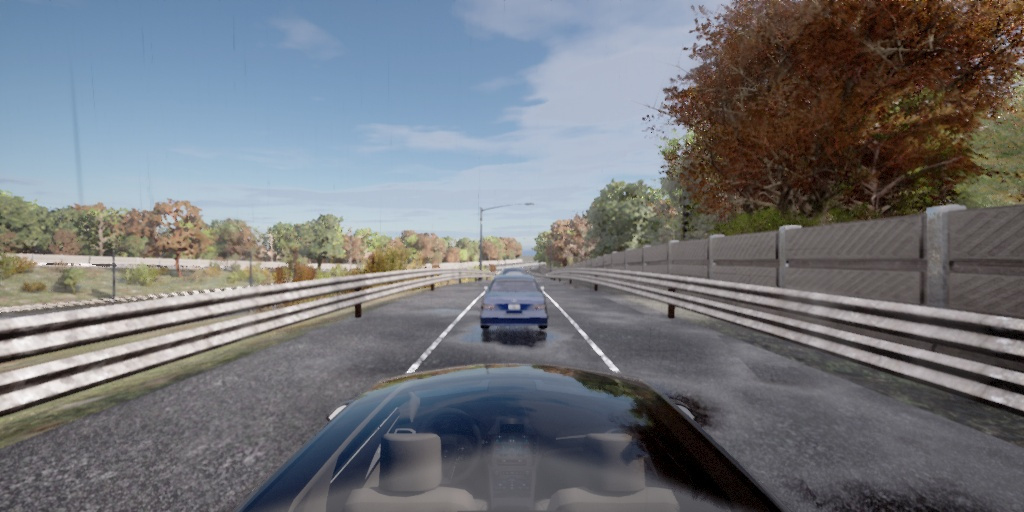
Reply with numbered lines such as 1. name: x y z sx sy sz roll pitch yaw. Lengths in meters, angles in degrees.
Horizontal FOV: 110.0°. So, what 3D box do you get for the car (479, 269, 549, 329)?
1. car: 0.062 1.273 11.020 2.033 1.411 5.357 0 0 0
